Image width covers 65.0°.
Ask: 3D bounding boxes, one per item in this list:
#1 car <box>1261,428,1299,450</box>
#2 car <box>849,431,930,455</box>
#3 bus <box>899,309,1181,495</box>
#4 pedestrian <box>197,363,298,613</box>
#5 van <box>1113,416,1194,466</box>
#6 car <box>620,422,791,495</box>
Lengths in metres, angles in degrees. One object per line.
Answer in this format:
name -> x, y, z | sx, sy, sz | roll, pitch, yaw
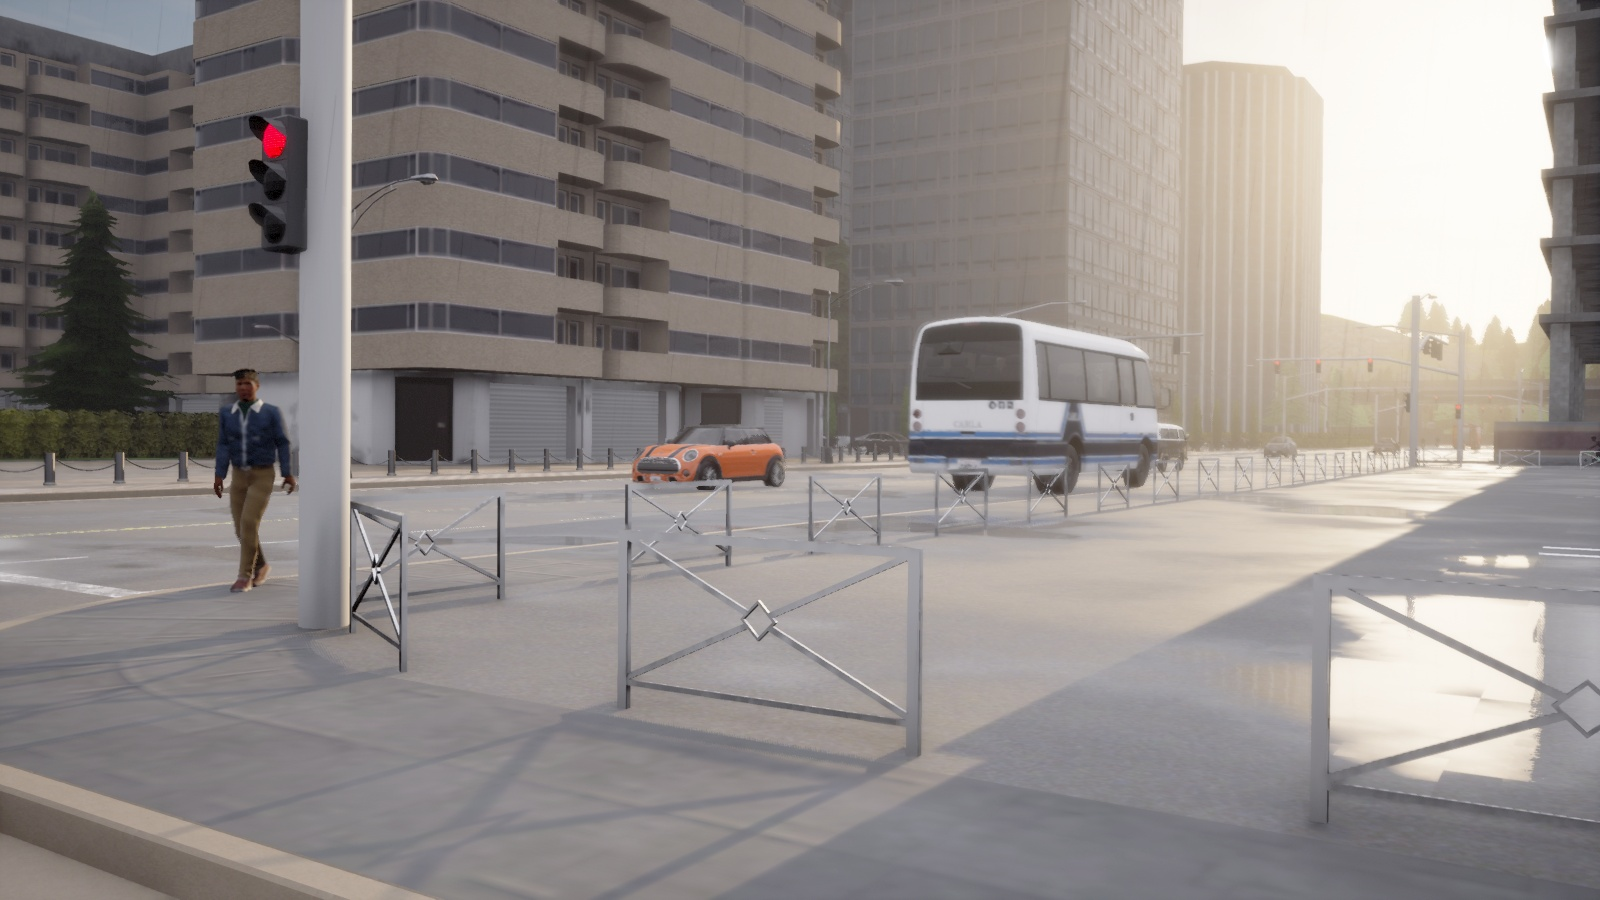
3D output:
car -> 34.179, -0.787, 89.418 | 1.845, 1.501, 3.633 | 0, 1, 33
car -> 5.741, -0.475, 80.827 | 4.892, 1.490, 1.837 | 0, 1, 33
bus -> 6.889, -1.174, 34.150 | 3.944, 4.253, 10.273 | 0, 1, 33
pedestrian -> -4.464, 0.291, 10.183 | 0.423, 1.949, 0.788 | 0, 1, 2
van -> 15.001, -0.407, 53.199 | 2.069, 2.038, 4.480 | 0, 1, 33
car -> -2.367, 0.165, 32.710 | 2.097, 1.767, 4.553 | 0, 1, 33
